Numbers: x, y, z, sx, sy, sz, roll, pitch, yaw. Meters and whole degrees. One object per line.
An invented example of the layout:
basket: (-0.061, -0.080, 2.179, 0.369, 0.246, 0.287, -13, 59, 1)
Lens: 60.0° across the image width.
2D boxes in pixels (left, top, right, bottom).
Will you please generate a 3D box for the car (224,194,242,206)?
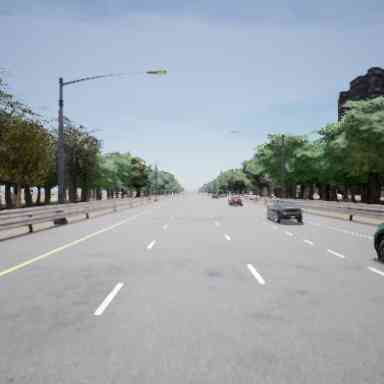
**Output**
car: (7.153, 1.389, 55.901, 2.097, 1.767, 4.553, 0, 0, 0)

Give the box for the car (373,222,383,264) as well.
car: (7.004, 1.227, 8.515, 2.150, 2.045, 5.566, 0, 0, 0)

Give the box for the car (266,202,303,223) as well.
car: (7.036, 1.523, 25.613, 1.837, 1.490, 4.892, 0, 0, 0)
